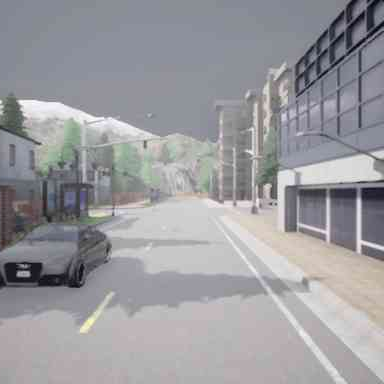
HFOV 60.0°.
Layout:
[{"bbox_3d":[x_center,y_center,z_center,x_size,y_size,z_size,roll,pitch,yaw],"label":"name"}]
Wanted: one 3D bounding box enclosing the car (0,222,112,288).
[{"bbox_3d":[-3.554,1.543,9.025,1.994,1.385,4.181,0,0,0],"label":"car"}]
